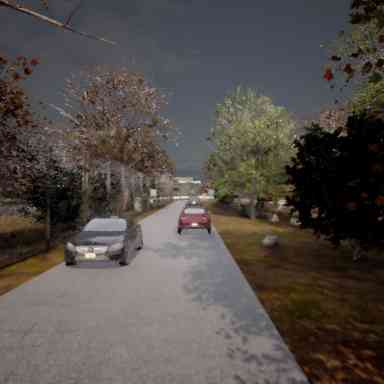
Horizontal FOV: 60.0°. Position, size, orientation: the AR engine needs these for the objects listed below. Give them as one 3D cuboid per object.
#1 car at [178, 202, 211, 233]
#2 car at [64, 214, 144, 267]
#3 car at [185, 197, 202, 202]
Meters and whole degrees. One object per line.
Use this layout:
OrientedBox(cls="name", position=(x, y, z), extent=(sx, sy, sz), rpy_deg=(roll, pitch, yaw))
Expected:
OrientedBox(cls="car", position=(0.142, 1.529, 19.554), extent=(1.812, 1.442, 4.674), rpy_deg=(0, 0, 0))
OrientedBox(cls="car", position=(-2.824, 1.527, 11.606), extent=(1.812, 1.442, 4.674), rpy_deg=(0, 0, 0))
OrientedBox(cls="car", position=(0.230, 1.358, 41.487), extent=(2.097, 1.767, 4.553), rpy_deg=(0, 0, 0))
